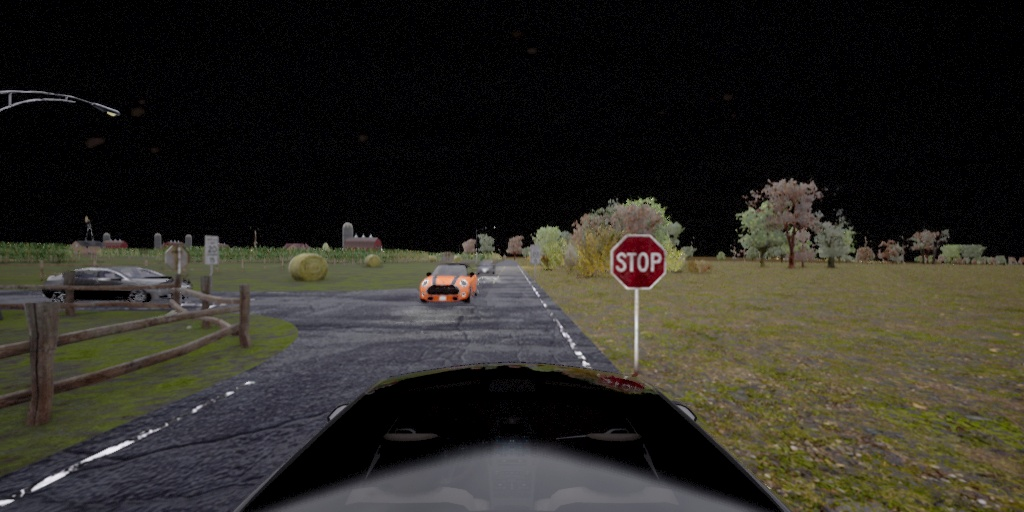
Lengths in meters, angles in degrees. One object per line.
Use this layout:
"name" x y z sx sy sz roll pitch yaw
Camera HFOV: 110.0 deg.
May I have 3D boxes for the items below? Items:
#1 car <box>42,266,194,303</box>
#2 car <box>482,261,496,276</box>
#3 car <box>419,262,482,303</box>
"car" -15.781 1.180 14.557 4.902 1.511 2.128 0 1 -1
"car" -2.777 1.318 39.325 2.128 1.511 4.902 0 0 0
"car" -2.755 1.108 16.515 2.097 1.767 4.553 0 0 0
